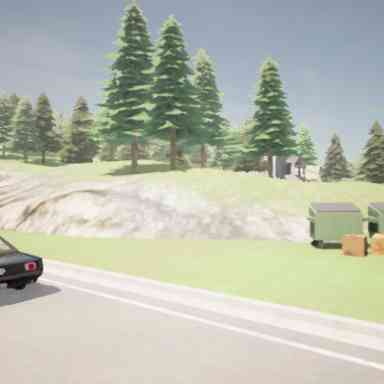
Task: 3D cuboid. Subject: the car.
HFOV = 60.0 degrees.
[{"bbox_3d":[-5.722,1.684,8.076,4.718,1.301,1.895,-1,0,36],"label":"car"}]
